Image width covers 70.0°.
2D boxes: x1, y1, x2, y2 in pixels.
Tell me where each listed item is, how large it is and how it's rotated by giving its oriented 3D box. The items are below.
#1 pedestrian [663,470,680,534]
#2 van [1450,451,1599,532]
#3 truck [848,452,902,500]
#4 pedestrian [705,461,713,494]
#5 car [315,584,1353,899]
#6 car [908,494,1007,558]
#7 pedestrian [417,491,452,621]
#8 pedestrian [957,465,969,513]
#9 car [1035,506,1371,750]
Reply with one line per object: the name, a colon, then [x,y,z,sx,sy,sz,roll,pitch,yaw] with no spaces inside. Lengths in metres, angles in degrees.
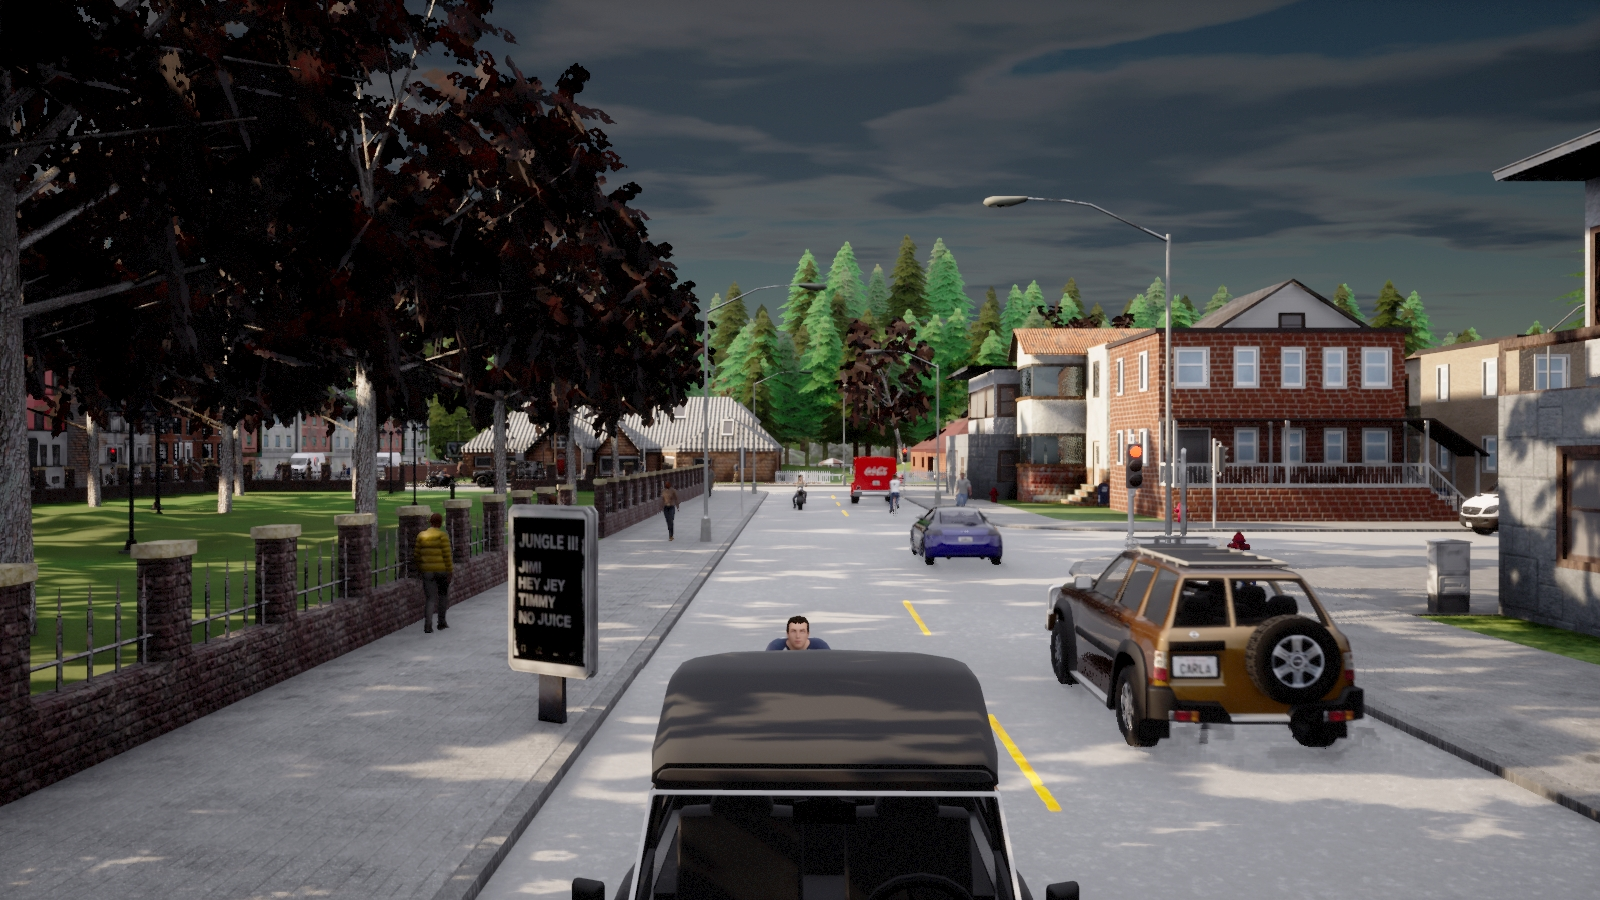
pedestrian: [-3.807,1.539,33.746,0.375,1.860,0.375,0,0,17]
van: [24.712,1.329,37.232,5.915,2.561,1.988,0,0,0]
truck: [3.969,1.372,61.570,2.627,2.467,5.204,0,0,1]
pedestrian: [-5.109,1.551,64.459,0.375,1.860,0.375,0,0,8]
car: [0.090,1.640,4.031,1.905,1.878,3.866,0,0,1]
car: [4.001,1.911,29.651,1.994,1.385,4.181,0,0,0]
pedestrian: [-5.331,1.532,16.677,0.375,1.860,0.375,0,0,1]
pedestrian: [6.435,1.534,45.221,0.375,1.860,0.375,0,0,26]
car: [3.945,1.650,12.134,1.932,1.855,4.605,0,0,0]
